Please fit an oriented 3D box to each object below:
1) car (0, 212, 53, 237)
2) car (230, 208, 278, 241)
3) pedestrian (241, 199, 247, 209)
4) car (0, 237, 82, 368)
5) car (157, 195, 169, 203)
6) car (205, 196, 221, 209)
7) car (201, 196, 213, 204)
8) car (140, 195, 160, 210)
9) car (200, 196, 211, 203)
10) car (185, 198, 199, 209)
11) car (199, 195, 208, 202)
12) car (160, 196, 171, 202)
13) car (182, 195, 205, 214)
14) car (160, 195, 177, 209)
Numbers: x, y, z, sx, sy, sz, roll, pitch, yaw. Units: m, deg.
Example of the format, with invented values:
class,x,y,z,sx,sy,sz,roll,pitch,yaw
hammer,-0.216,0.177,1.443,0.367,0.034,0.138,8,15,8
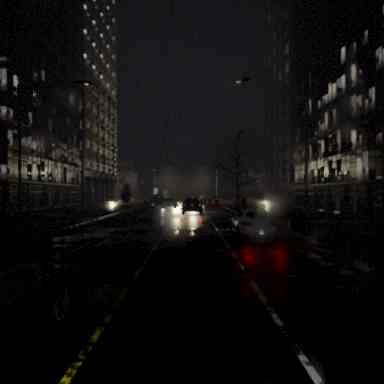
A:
class,x,y,z,sx,sy,sz,roll,pitch,yaw
car,-5.691,1.436,9.667,1.967,1.590,4.097,0,0,0
car,2.993,1.518,16.607,1.812,1.442,4.674,0,0,0
pedestrian,2.992,1.284,19.448,0.375,1.860,0.375,0,0,-2
car,-3.102,1.599,4.318,1.895,1.301,4.718,0,0,0
car,-5.712,1.398,66.589,1.967,1.590,4.097,0,0,0
car,2.677,1.416,43.807,1.967,1.590,4.097,0,0,0
car,2.670,1.513,60.883,2.008,1.369,4.403,0,0,0
car,-5.704,1.501,43.650,1.752,1.417,4.829,0,0,0
car,2.667,1.503,66.575,1.887,1.381,4.507,0,0,0
car,0.003,1.575,46.304,1.895,1.301,4.718,0,0,0
car,2.663,1.500,77.959,2.008,1.369,4.403,0,0,0
car,-5.716,1.504,72.281,2.008,1.369,4.403,0,0,0
car,0.038,1.333,34.701,2.097,1.767,4.553,0,0,0
car,-3.104,1.500,45.607,1.812,1.442,4.674,0,0,0
